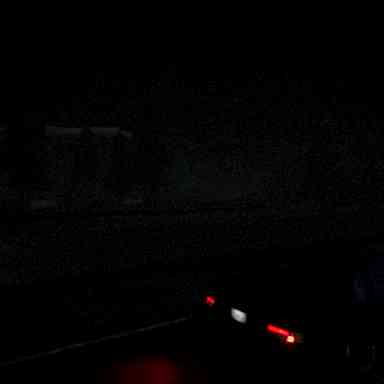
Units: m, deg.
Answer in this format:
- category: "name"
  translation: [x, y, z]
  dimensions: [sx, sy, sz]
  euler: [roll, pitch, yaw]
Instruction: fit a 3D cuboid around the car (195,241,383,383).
- category: "car"
  translation: [2.649, 1.539, 5.404]
  dimensions: [5.357, 1.411, 2.033]
  euler: [0, 0, -34]
